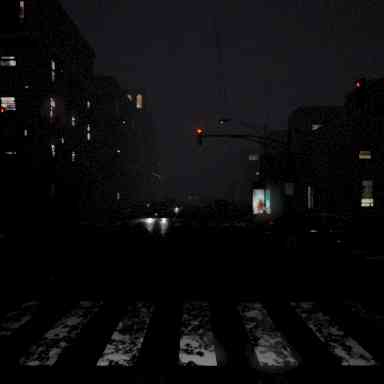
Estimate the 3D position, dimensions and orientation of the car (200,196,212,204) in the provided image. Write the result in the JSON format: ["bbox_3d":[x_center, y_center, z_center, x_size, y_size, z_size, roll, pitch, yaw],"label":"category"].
[{"bbox_3d":[2.740,1.591,65.983,2.008,1.369,4.403,-1,0,0],"label":"car"}]

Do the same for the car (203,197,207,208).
[{"bbox_3d":[2.721,1.597,43.197,1.802,1.307,4.206,0,0,0],"label":"car"}]

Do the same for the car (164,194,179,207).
[{"bbox_3d":[-3.049,1.499,50.395,1.882,1.535,5.008,0,0,0],"label":"car"}]

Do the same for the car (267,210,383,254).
[{"bbox_3d":[5.548,1.511,13.365,4.902,1.511,2.128,0,1,19],"label":"car"}]

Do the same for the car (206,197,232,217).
[{"bbox_3d":[2.711,1.446,31.803,1.967,1.590,4.097,0,0,0],"label":"car"}]

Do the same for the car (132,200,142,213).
[{"bbox_3d":[-5.664,1.561,37.495,2.008,1.369,4.403,0,0,0],"label":"car"}]

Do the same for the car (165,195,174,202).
[{"bbox_3d":[-5.627,1.592,82.897,1.752,1.417,4.829,-1,0,0],"label":"car"}]

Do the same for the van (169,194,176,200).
[{"bbox_3d":[-5.618,1.430,94.461,1.690,1.788,3.998,-1,0,0],"label":"van"}]

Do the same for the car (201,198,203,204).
[{"bbox_3d":[2.726,1.571,48.894,2.008,1.369,4.403,0,0,0],"label":"car"}]

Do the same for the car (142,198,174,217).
[{"bbox_3d":[-3.074,1.553,31.150,2.033,1.411,5.357,0,0,0],"label":"car"}]

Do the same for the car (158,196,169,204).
[{"bbox_3d":[-5.641,1.565,65.808,1.752,1.417,4.829,0,0,0],"label":"car"}]

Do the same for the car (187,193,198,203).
[{"bbox_3d":[0.145,1.268,70.516,2.150,2.045,5.566,0,0,0],"label":"car"}]

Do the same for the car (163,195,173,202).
[{"bbox_3d":[-5.632,1.497,77.371,1.967,1.590,4.097,0,0,0],"label":"car"}]

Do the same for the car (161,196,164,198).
[{"bbox_3d":[-5.655,1.571,48.888,2.008,1.369,4.403,0,0,0],"label":"car"}]
